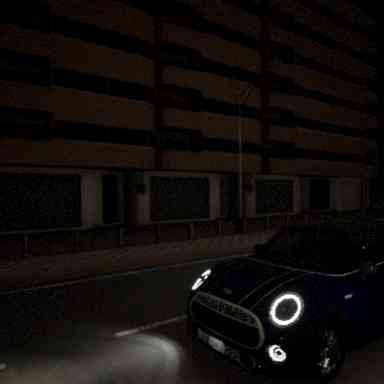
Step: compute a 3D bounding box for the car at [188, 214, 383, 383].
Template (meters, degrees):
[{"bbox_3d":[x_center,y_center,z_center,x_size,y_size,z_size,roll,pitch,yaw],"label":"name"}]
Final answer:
[{"bbox_3d":[2.140,1.318,5.505,4.553,1.767,2.097,0,0,-35],"label":"car"}]
